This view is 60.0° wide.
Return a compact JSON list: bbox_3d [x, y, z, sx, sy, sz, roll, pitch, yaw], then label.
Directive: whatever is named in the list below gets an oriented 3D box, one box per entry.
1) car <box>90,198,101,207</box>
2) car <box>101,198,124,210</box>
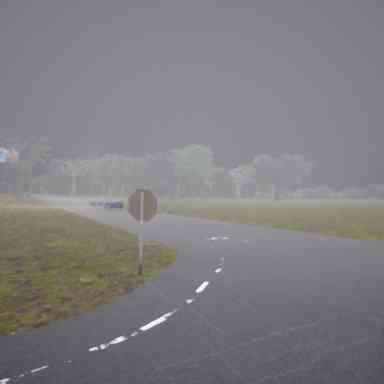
[{"bbox_3d":[-16.217,1.762,57.424,2.033,1.411,5.357,2,-1,-28],"label":"car"},{"bbox_3d":[-11.350,1.713,48.211,1.882,1.535,5.008,2,-1,-28],"label":"car"}]
